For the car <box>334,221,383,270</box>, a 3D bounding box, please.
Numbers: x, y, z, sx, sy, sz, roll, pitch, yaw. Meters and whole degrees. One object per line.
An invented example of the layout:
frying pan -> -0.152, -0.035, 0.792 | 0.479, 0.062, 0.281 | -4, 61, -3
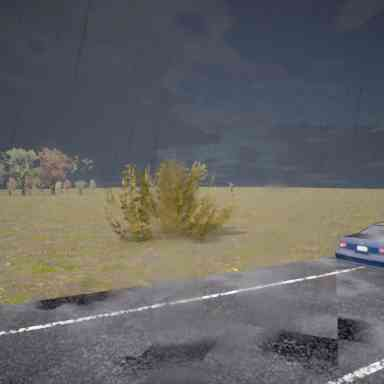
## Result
car -> 6.708, 1.550, 10.105 | 5.357, 1.411, 2.033 | 0, 0, -30
